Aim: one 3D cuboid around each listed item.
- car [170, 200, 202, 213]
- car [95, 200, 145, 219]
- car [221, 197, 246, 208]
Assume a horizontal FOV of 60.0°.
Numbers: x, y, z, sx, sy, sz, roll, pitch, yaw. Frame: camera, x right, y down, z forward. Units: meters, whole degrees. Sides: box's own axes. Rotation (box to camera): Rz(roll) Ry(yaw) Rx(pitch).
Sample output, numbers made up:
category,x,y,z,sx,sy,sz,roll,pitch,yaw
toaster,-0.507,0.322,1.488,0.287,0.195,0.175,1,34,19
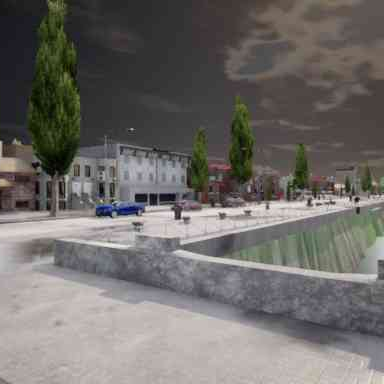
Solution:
category,x,y,z,sx,sy,sz,roll,pitch,yaw
car,-0.641,1.564,38.032,1.994,1.385,4.181,0,0,35
car,-6.381,1.477,29.952,1.882,1.535,5.008,0,0,35
car,5.911,1.501,47.201,1.837,1.490,4.892,0,1,36
